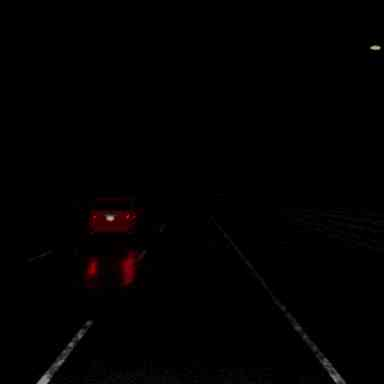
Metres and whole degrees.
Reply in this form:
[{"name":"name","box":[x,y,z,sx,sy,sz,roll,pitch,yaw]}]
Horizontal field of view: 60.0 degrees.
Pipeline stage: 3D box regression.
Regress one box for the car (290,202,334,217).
[{"name":"car","box":[10.146,1.565,28.597,2.033,1.411,5.357,0,0,-12]}]

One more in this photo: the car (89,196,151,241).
[{"name":"car","box":[-3.409,1.192,16.573,2.150,2.045,5.566,0,0,0]}]
